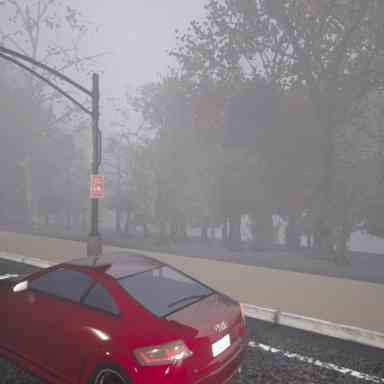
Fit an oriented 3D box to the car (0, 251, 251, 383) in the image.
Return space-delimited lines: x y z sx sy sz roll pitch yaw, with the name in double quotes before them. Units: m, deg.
"car" -1.328 1.563 4.629 4.181 1.385 1.994 0 0 35
